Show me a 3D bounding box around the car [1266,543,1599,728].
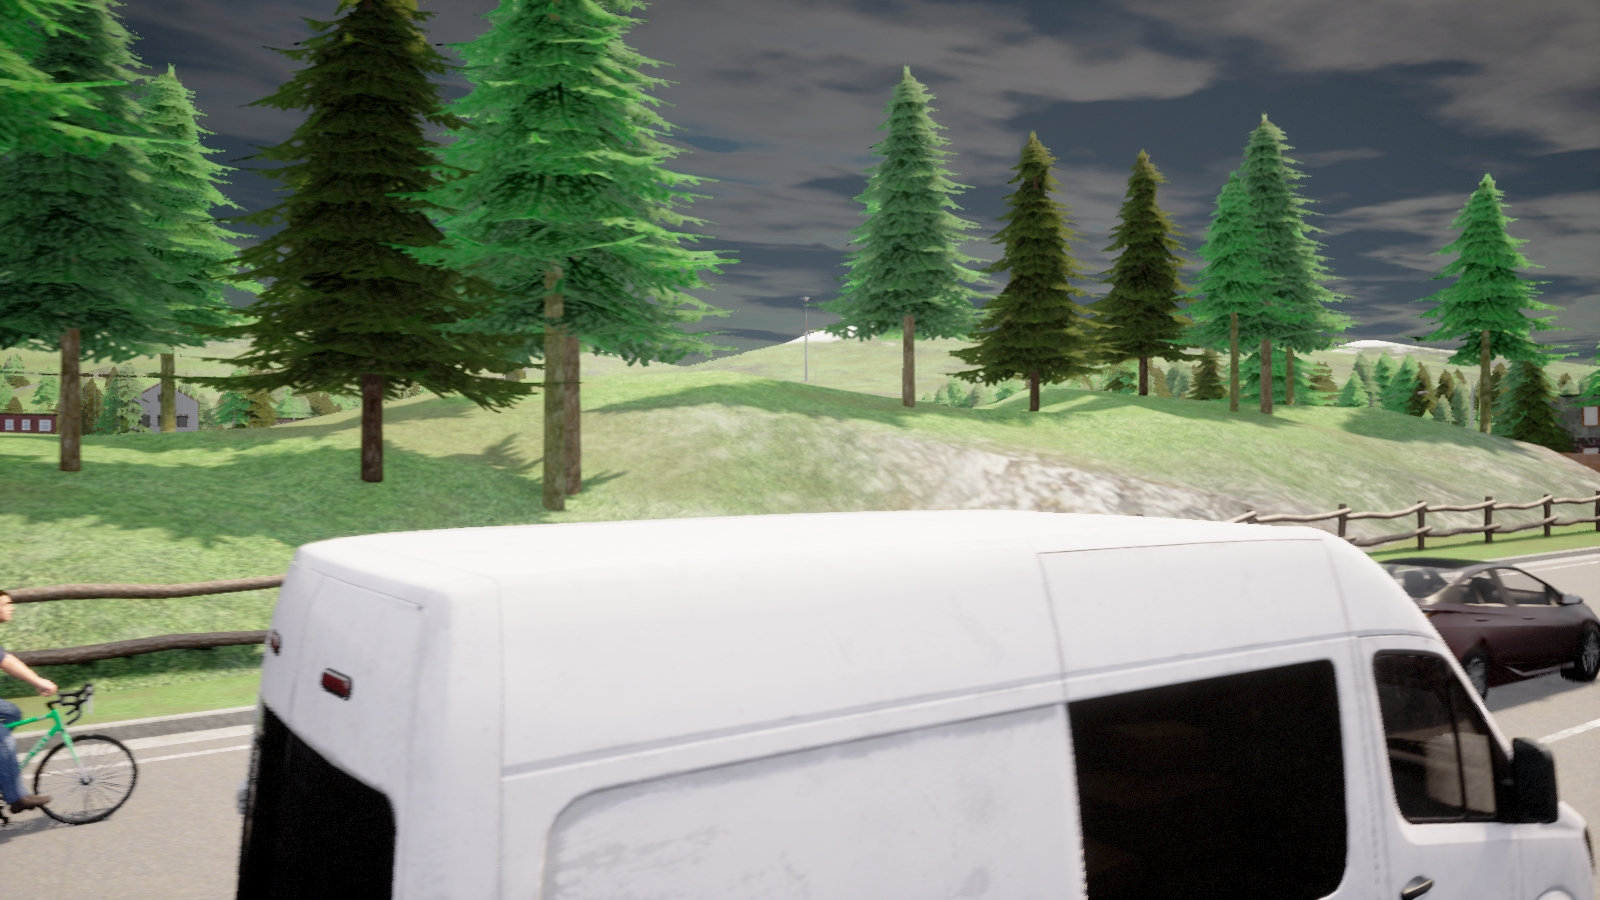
[{"bbox_3d":[7.800,2.047,13.656,4.514,1.525,2.007,0,0,-35],"label":"car"}]

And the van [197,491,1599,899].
[{"bbox_3d":[1.064,1.537,4.548,5.915,2.561,1.988,0,0,-35],"label":"van"}]

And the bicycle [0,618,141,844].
[{"bbox_3d":[-5.759,2.057,8.304,1.643,1.496,0.373,1,0,-35],"label":"bicycle"}]
